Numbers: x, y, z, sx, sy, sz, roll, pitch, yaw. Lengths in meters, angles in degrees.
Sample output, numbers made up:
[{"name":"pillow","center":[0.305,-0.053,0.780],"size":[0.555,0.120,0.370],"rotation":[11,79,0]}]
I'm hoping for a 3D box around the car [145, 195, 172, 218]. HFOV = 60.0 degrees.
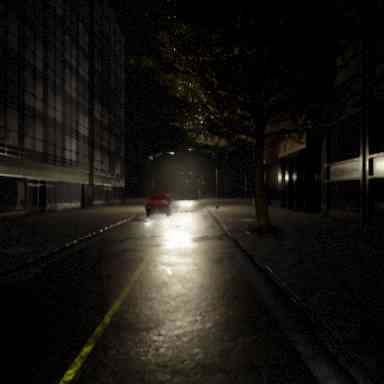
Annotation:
[{"name":"car","center":[-3.041,1.276,31.619],"size":[2.150,2.045,5.566],"rotation":[0,0,0]}]
